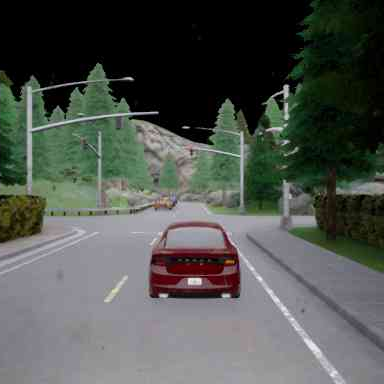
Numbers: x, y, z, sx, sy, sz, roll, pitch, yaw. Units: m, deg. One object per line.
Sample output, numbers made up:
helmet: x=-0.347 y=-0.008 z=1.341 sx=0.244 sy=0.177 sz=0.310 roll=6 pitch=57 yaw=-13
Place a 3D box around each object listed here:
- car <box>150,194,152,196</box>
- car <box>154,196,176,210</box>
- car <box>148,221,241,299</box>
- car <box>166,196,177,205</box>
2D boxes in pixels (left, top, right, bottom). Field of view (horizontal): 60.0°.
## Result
car: x=-10.993 y=1.355 z=79.667 sx=4.553 sy=1.767 sz=2.097 roll=0 pitch=0 yaw=24
car: x=-3.583 y=1.352 z=42.629 sx=2.097 sy=1.767 sz=4.553 roll=0 pitch=0 yaw=0
car: x=0.069 y=1.478 z=8.527 sx=1.882 sy=1.535 sz=5.008 roll=0 pitch=0 yaw=0
car: x=-3.794 y=1.477 z=61.939 sx=1.882 sy=1.535 sz=5.008 roll=0 pitch=0 yaw=-6
